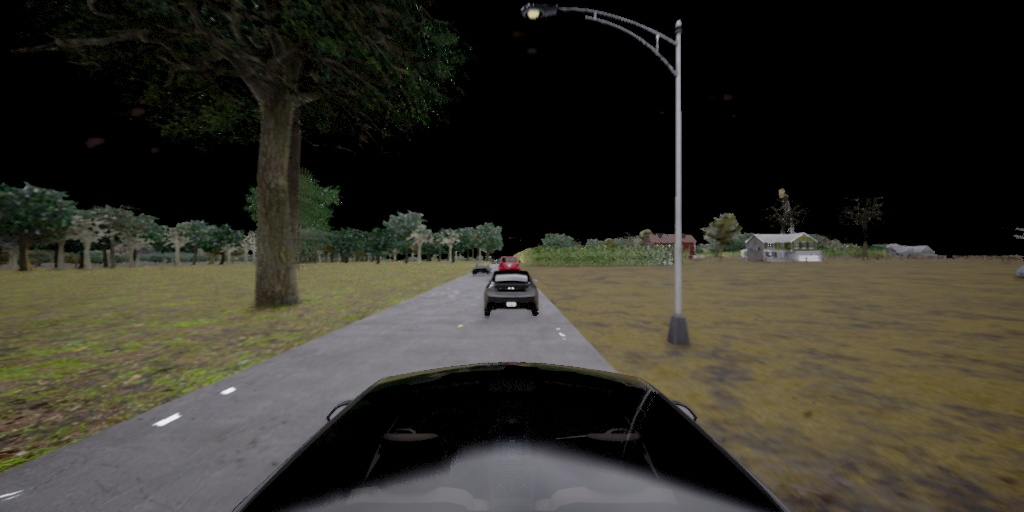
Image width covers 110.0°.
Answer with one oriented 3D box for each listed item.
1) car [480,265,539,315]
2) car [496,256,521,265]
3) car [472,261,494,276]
[{"bbox_3d":[-0.040,1.272,13.688,1.837,1.490,4.892,0,0,-1],"label":"car"},{"bbox_3d":[-0.275,1.053,37.200,2.150,2.045,5.566,0,0,-1],"label":"car"},{"bbox_3d":[-3.239,1.431,38.743,1.895,1.301,4.718,0,0,-1],"label":"car"}]
